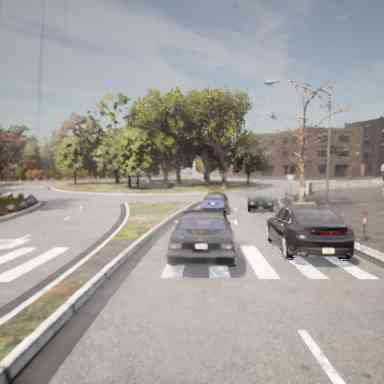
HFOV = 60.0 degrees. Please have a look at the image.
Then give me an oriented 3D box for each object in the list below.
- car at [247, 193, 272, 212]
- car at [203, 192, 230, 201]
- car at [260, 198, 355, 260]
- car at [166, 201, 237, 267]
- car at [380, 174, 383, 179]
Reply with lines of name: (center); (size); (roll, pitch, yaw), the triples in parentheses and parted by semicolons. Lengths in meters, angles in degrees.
car: (5.204, 0.730, 25.721); (1.895, 1.301, 4.718); (1, 3, 8)
car: (1.776, 0.709, 24.783); (2.033, 1.411, 5.357); (1, 3, 8)
car: (3.676, 1.194, 11.058); (1.837, 1.490, 4.892); (0, 2, 3)
car: (0.355, 1.248, 10.292); (2.033, 1.411, 5.357); (0, 2, 3)
car: (43.462, -3.593, 72.653); (2.185, 1.767, 4.553); (-1, 5, -11)
